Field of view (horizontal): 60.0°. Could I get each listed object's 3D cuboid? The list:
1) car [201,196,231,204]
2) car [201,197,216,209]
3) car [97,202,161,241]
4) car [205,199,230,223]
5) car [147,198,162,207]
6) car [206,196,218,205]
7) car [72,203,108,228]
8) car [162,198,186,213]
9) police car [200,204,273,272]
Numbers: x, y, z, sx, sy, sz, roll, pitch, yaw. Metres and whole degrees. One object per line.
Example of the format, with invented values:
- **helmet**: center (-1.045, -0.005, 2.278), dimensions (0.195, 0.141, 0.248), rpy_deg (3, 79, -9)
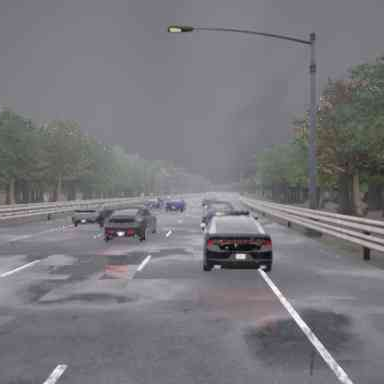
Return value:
- **car**: center (1.685, 1.342, 20.646), dimensions (2.097, 1.767, 4.553), rpy_deg (0, 0, 3)
- **car**: center (2.390, 1.489, 46.936), dimensions (1.837, 1.490, 4.892), rpy_deg (0, 0, 6)
- **car**: center (-2.933, 1.497, 16.562), dimensions (1.837, 1.490, 4.892), rpy_deg (0, 0, 2)
- **car**: center (2.003, 1.444, 26.764), dimensions (1.801, 1.575, 5.366), rpy_deg (0, 0, 3)
- **car**: center (-4.828, 1.508, 42.976), dimensions (1.812, 1.442, 4.674), rpy_deg (0, 0, 5)
- **car**: center (3.716, 1.510, 60.768), dimensions (1.812, 1.442, 4.674), rpy_deg (0, 0, 7)
- **car**: center (-6.203, 1.480, 21.886), dimensions (2.128, 1.511, 4.902), rpy_deg (0, 0, 3)
- **car**: center (-1.750, 1.462, 37.499), dimensions (1.882, 1.535, 5.008), rpy_deg (0, 0, 4)
- **police car**: center (1.306, 1.420, 10.946), dimensions (1.930, 1.638, 5.238), rpy_deg (0, 0, 2)
